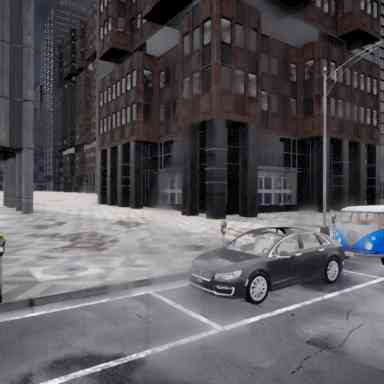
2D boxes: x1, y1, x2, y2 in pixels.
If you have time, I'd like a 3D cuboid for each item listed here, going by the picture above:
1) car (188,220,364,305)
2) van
[{"bbox_3d":[1.939,1.551,8.020,4.403,1.369,2.008,0,0,-35],"label":"car"},{"bbox_3d":[6.445,1.342,11.218,3.998,1.788,1.690,0,0,-35],"label":"van"}]
